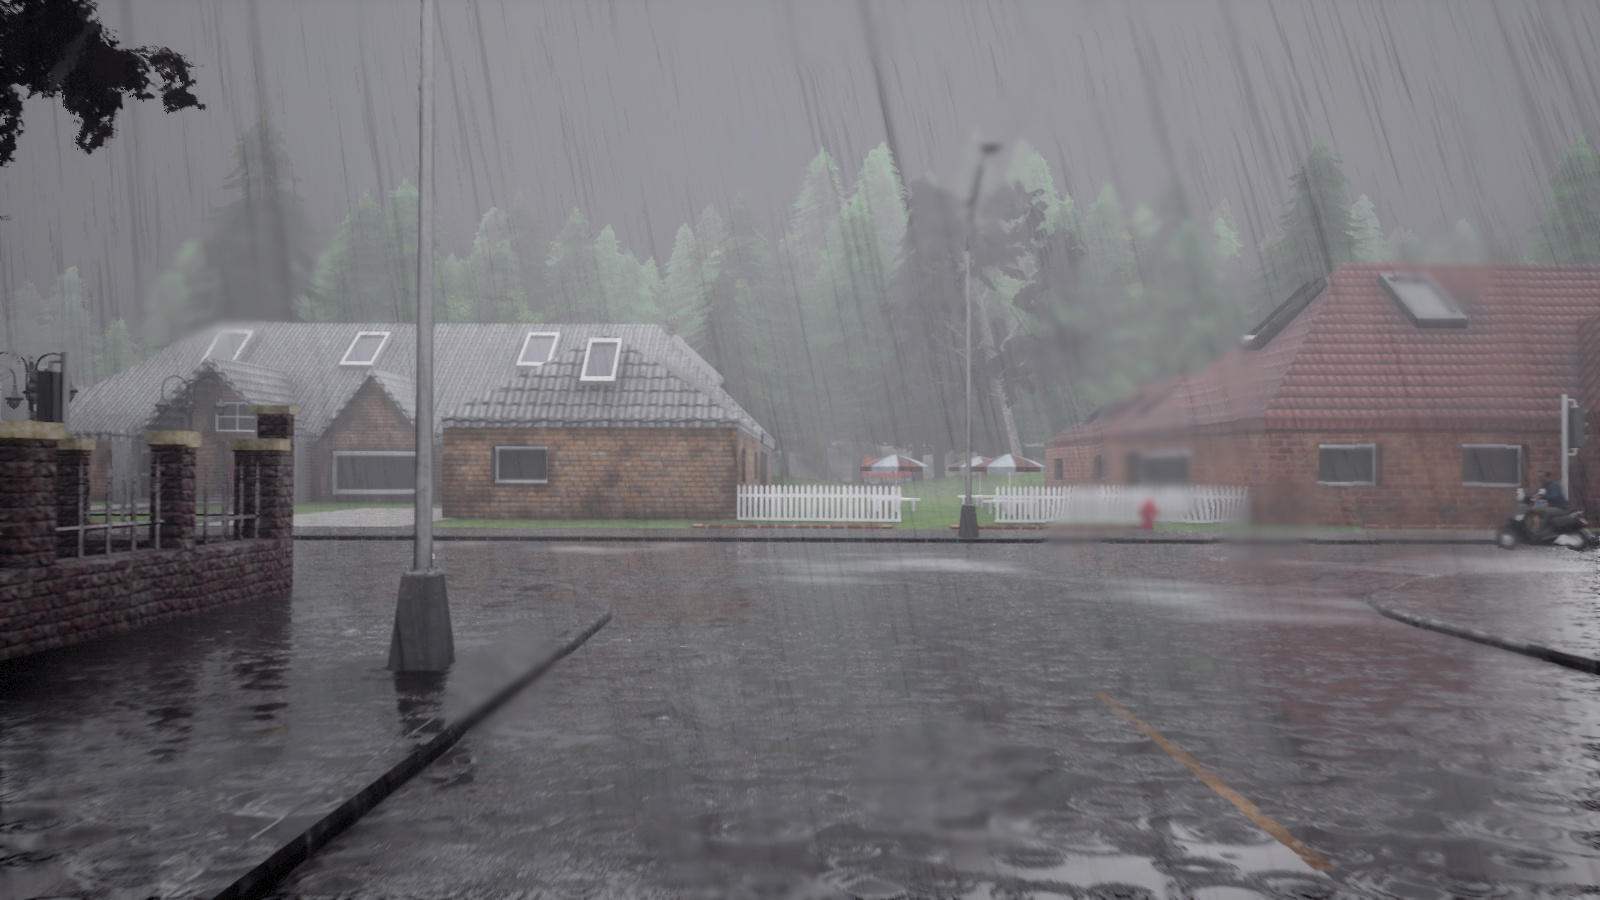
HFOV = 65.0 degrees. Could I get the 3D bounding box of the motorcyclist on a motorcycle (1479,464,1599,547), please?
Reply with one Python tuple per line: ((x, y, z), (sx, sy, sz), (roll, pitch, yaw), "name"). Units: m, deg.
((14.504, 1.077, 24.689), (1.817, 1.590, 0.866), (0, -1, 0), "motorcyclist on a motorcycle")
